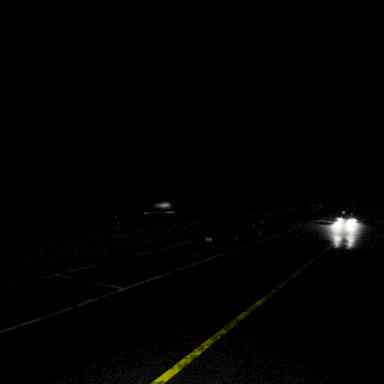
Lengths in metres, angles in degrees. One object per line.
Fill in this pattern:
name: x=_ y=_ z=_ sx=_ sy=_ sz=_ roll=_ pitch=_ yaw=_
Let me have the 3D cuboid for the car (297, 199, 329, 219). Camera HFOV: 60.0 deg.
car: x=10.605 y=1.583 z=29.463 sx=1.802 sy=1.307 sz=4.206 roll=0 pitch=0 yaw=32

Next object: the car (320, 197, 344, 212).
car: x=16.446 y=1.442 z=38.843 sx=1.967 sy=1.590 sz=4.097 roll=0 pitch=0 yaw=32

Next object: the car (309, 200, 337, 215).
car: x=13.526 y=1.567 z=34.153 sx=1.947 sy=1.339 sz=4.313 roll=0 pitch=0 yaw=32

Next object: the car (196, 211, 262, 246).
car: x=1.844 y=1.566 z=15.392 sx=1.947 sy=1.339 sz=4.313 roll=0 pitch=0 yaw=32

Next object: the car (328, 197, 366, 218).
car: x=14.139 y=1.493 z=30.252 sx=2.128 sy=1.511 sz=4.902 roll=0 pitch=0 yaw=32
